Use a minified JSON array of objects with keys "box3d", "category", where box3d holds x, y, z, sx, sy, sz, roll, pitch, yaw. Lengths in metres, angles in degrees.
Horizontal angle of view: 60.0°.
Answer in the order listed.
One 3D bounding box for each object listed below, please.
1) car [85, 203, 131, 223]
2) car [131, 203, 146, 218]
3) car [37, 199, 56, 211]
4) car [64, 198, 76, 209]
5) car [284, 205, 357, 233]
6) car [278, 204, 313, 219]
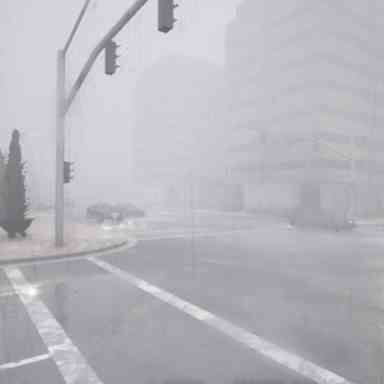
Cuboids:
[{"box3d":[-7.146,1.634,26.994,2.128,1.511,4.902,1,-1,-35],"category":"car"},{"box3d":[-6.338,1.738,31.959,2.033,1.411,5.357,1,-1,-35],"category":"car"},{"box3d":[-19.347,1.686,44.575,1.812,1.442,4.674,1,-1,-35],"category":"car"},{"box3d":[-18.907,1.687,50.117,1.882,1.535,5.008,1,-1,-34],"category":"car"},{"box3d":[8.679,1.828,22.245,1.994,1.385,4.181,1,-1,-35],"category":"car"},{"box3d":[10.032,1.762,27.918,5.357,1.411,2.033,-1,1,18],"category":"car"}]
